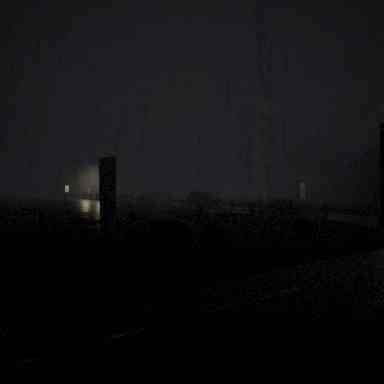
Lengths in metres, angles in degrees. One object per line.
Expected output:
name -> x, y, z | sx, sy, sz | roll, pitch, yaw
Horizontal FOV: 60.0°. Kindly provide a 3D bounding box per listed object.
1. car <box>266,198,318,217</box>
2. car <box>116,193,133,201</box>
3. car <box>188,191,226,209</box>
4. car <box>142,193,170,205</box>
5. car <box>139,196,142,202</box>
car -> 8.937, 1.322, 30.001 | 2.128, 1.511, 4.902 | -1, 1, -36
car -> -13.416, 0.878, 66.083 | 1.882, 1.535, 5.008 | -1, 1, -36
car -> 1.646, 0.935, 40.172 | 2.150, 2.045, 5.566 | -1, 1, -36
car -> -5.027, 0.956, 49.505 | 2.097, 1.767, 4.553 | -1, 1, -36
car -> -7.590, 1.025, 58.025 | 1.812, 1.442, 4.674 | -1, 1, -35
